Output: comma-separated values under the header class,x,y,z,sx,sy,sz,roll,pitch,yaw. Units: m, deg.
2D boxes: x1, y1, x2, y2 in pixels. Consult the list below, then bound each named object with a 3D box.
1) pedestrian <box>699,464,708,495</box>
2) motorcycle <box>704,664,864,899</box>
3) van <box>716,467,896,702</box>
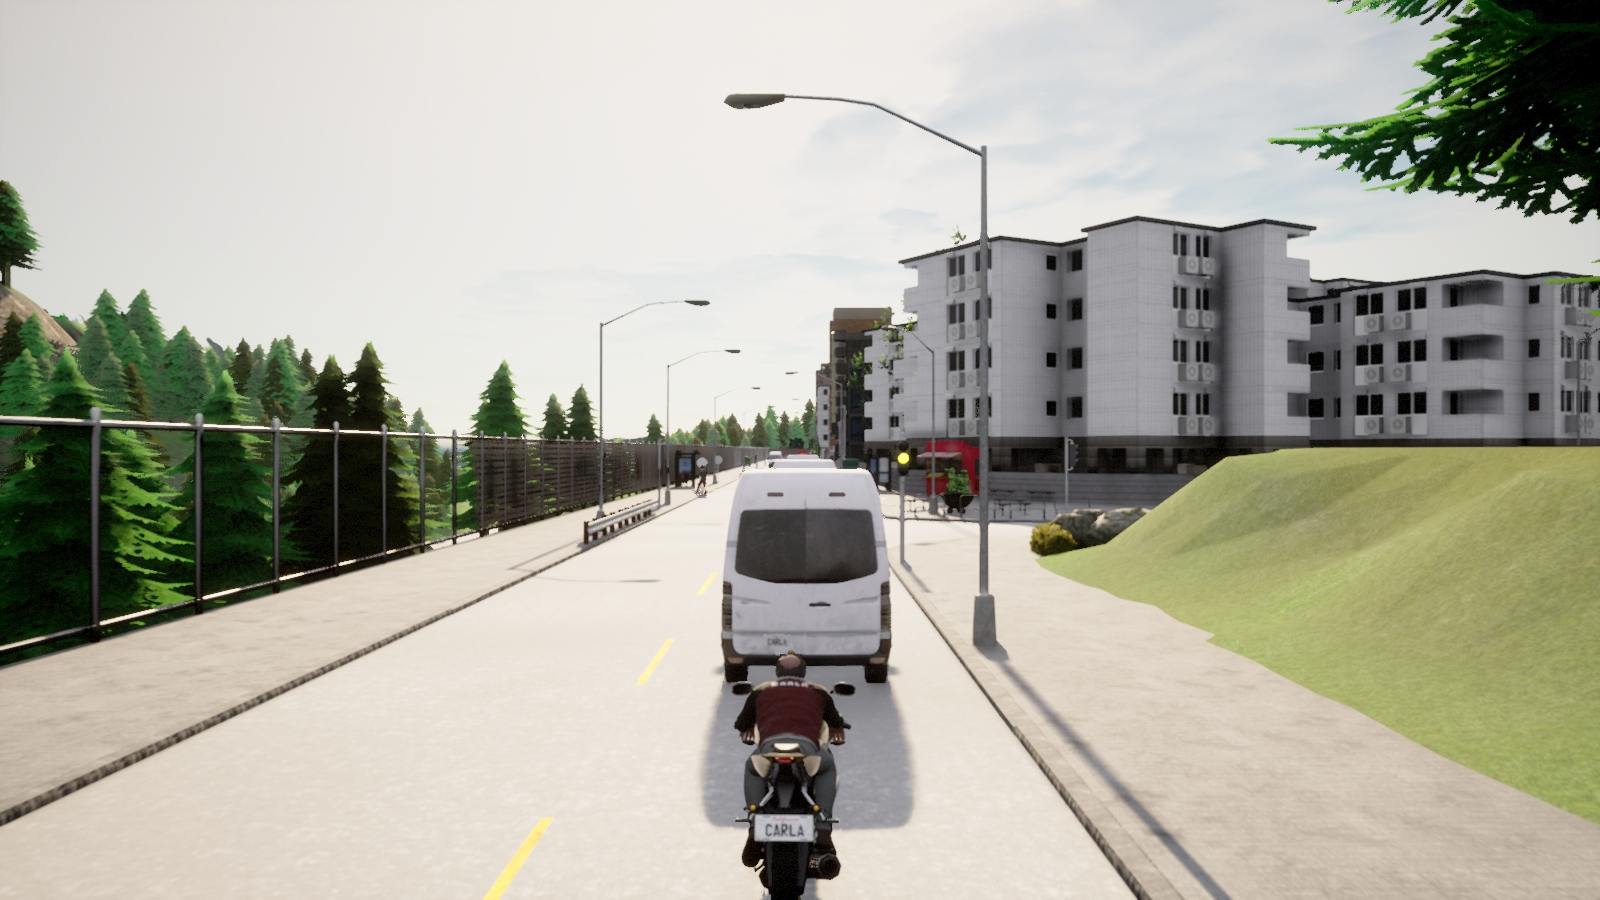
class,x,y,z,sx,sy,sz,roll,pitch,yaw
pedestrian,-5.749,1.772,68.315,0.375,1.860,0.375,0,0,31
motorcycle,-0.060,2.204,7.310,0.867,1.251,2.209,0,0,1
van,0.077,1.530,15.575,1.988,2.561,5.915,0,-1,0
